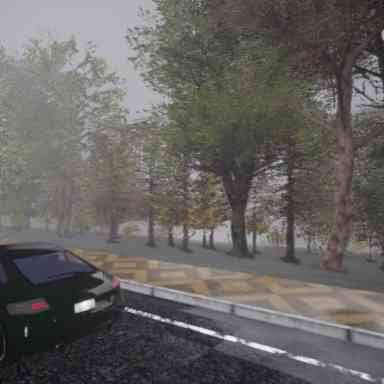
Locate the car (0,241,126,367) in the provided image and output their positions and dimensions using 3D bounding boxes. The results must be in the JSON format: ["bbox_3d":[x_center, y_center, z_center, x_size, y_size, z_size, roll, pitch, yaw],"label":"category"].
[{"bbox_3d":[-3.165,1.598,5.889,4.181,1.385,1.994,0,0,35],"label":"car"}]
